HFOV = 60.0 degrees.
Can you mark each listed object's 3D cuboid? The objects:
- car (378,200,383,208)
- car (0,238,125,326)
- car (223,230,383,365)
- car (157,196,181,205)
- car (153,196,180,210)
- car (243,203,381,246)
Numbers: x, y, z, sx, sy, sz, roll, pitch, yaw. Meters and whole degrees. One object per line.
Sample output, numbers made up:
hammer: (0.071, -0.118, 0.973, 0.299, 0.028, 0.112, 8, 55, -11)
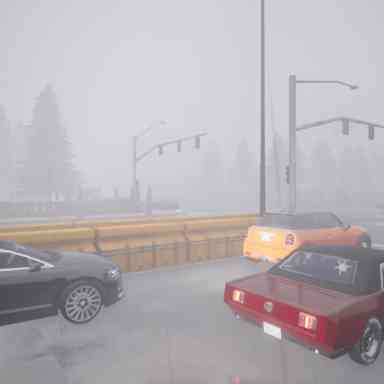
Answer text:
car: (26.720, 1.541, 44.591, 5.357, 1.411, 2.033, 0, 0, -36)
car: (-3.560, 1.492, 5.498, 4.902, 1.511, 2.128, 0, 0, -36)
car: (2.904, 1.600, 5.823, 4.718, 1.301, 1.895, 0, 0, -36)
car: (-4.412, 1.543, 62.636, 2.033, 1.411, 5.357, 0, 0, -33)
car: (-3.356, 1.561, 42.703, 1.994, 1.385, 4.181, 0, 0, -35)
car: (3.853, 1.351, 10.803, 4.553, 1.767, 2.097, 0, 0, -36)
